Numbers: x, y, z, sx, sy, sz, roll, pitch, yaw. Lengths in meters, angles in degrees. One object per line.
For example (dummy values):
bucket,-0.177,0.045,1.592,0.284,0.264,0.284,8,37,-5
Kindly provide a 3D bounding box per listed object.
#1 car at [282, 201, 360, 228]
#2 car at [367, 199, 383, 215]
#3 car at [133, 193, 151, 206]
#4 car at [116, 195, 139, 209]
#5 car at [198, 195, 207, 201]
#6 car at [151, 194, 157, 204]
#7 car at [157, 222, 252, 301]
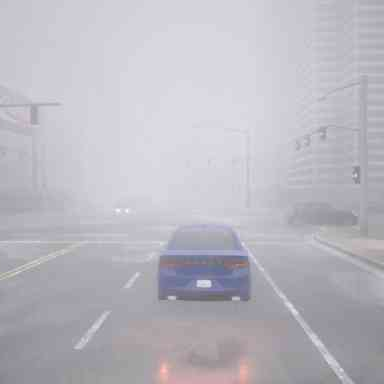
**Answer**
car,8.346,1.353,21.832,4.553,1.767,2.097,0,0,2
car,17.221,1.505,32.294,4.892,1.490,1.837,0,0,2
car,-8.840,1.221,55.477,2.150,2.045,5.566,0,0,2
car,-9.150,1.564,46.134,1.994,1.385,4.181,0,0,2
car,2.749,1.524,86.160,1.812,1.442,4.674,0,0,2
car,-8.431,1.547,66.158,2.033,1.411,5.357,0,0,3
car,0.306,1.478,8.383,1.882,1.535,5.008,0,0,2
